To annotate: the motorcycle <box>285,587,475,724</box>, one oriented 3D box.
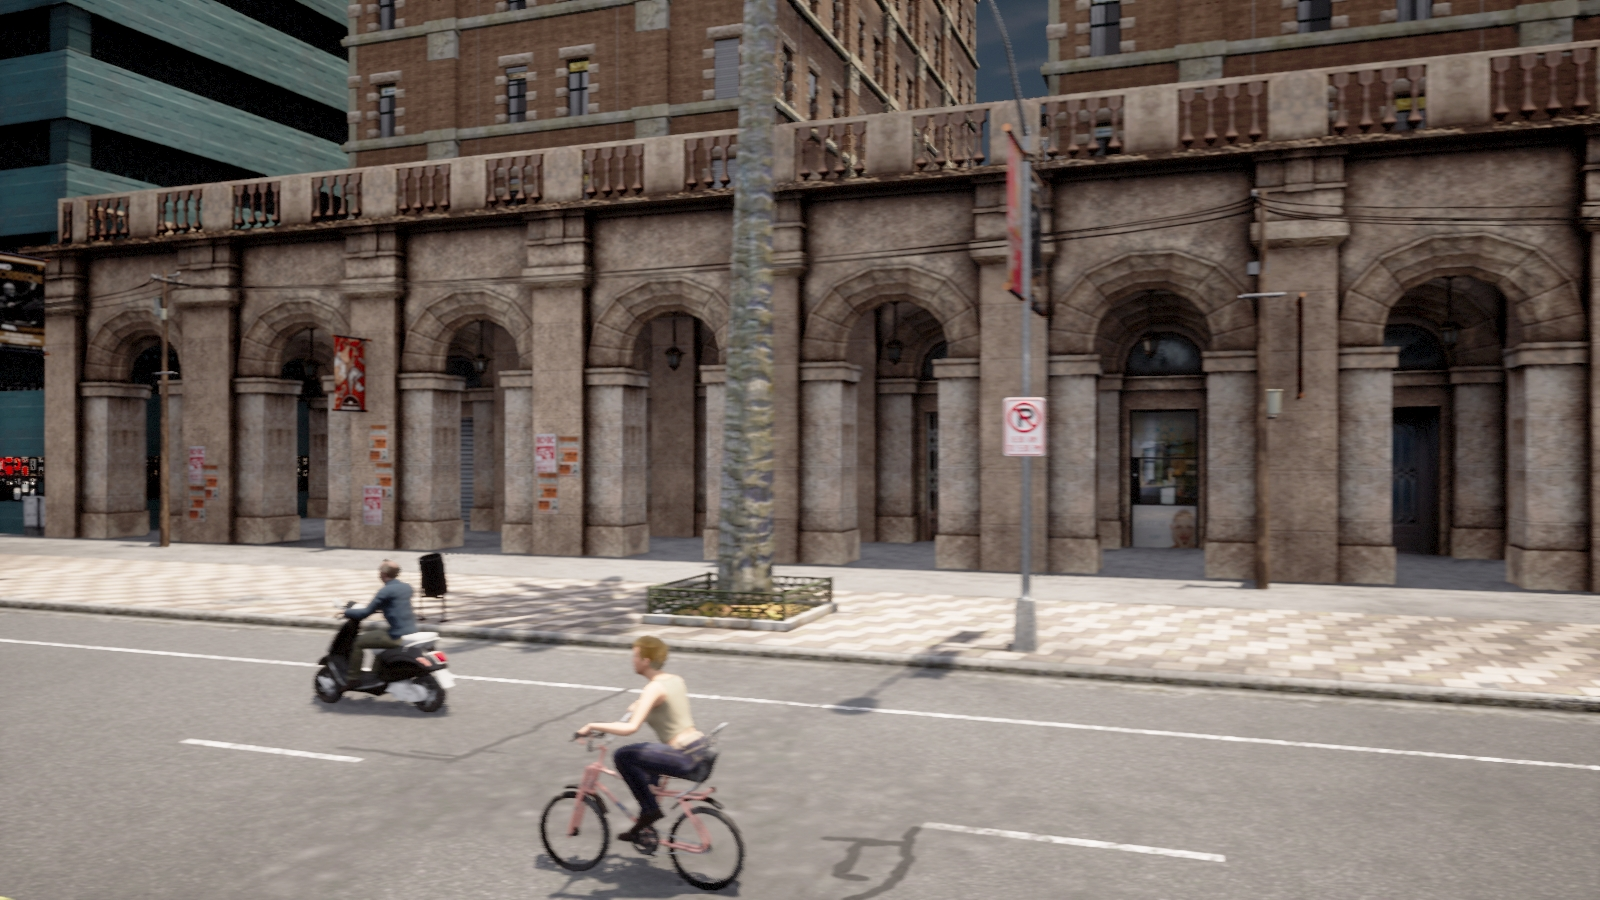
[{"bbox_3d":[-4.539,2.182,12.370,1.805,1.236,0.856,0,0,20],"label":"motorcycle"}]
